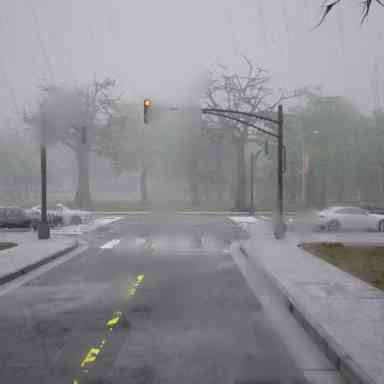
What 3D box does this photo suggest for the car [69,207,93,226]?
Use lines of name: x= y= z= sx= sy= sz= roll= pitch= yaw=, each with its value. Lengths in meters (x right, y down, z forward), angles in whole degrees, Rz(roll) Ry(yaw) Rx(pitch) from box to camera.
car: x=-9.221 y=1.519 z=22.889 sx=4.674 sy=1.442 sz=1.812 roll=0 pitch=0 yaw=0

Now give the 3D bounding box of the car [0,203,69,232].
car: x=-10.468 y=1.543 z=19.636 sx=5.357 sy=1.411 sz=2.033 roll=0 pitch=0 yaw=0

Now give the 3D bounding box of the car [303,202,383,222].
car: x=11.824 y=1.564 z=26.330 sx=5.357 sy=1.411 sz=2.033 roll=0 pitch=0 yaw=0

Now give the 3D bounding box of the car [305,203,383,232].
car: x=9.301 y=1.546 z=19.629 sx=4.674 sy=1.442 sz=1.812 roll=0 pitch=0 yaw=0
